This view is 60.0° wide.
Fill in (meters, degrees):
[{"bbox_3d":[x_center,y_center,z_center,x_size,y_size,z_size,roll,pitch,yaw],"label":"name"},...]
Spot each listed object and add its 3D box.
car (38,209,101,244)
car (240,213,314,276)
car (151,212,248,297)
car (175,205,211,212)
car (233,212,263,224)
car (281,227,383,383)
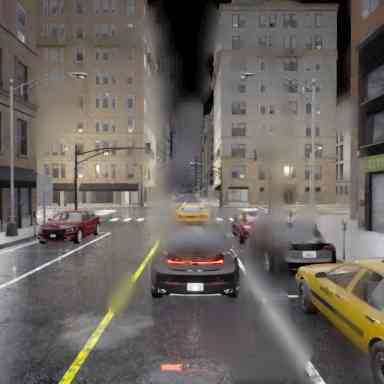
[{"bbox_3d":[-5.665,1.540,15.799,1.887,1.381,4.507,-1,0,0],"label":"car"},{"bbox_3d":[2.874,1.563,10.207,1.947,1.339,4.313,-1,0,0],"label":"car"},{"bbox_3d":[0.072,1.503,8.554,1.837,1.490,4.892,0,0,0],"label":"car"},{"bbox_3d":[0.050,1.472,18.981,1.882,1.535,5.008,0,0,1],"label":"car"},{"bbox_3d":[2.880,1.577,15.793,1.802,1.307,4.206,-1,0,0],"label":"car"},{"bbox_3d":[2.868,1.524,4.791,1.752,1.417,4.829,-1,0,0],"label":"car"}]
